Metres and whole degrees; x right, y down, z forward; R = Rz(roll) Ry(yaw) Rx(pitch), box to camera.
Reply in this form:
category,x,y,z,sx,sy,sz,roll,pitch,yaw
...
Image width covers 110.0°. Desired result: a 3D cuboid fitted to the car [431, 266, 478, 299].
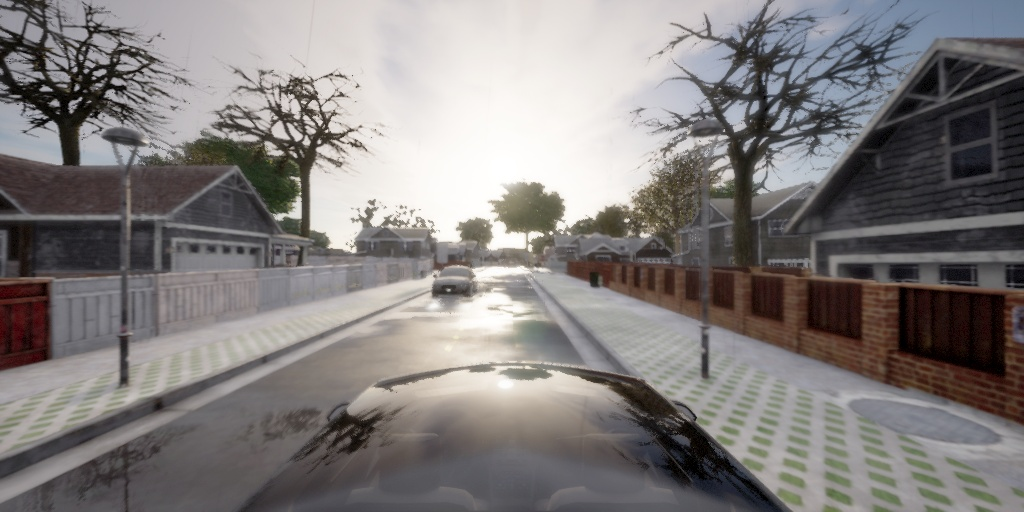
category,x,y,z,sx,sy,sz,roll,pitch,yaw
car,-2.844,1.292,18.511,1.837,1.490,4.892,0,0,0
